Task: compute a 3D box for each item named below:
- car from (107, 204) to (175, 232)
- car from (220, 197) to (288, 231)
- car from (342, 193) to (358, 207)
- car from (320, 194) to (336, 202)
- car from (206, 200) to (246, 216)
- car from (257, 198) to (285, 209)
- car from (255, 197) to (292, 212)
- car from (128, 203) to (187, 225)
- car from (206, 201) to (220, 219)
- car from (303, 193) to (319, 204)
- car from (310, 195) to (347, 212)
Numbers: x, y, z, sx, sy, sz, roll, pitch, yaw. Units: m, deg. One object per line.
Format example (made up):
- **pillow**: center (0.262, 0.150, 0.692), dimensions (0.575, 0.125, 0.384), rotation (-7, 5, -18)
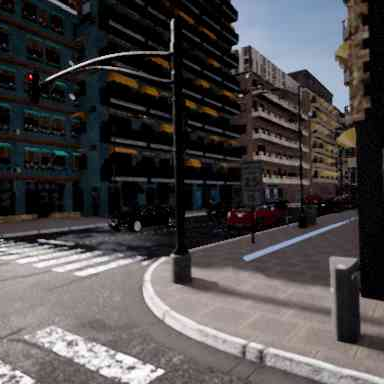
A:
- **car**: center (-2.900, 1.517, 20.206), dimensions (1.837, 1.490, 4.892), rotation (-2, -1, 36)
- **car**: center (3.701, 1.267, 19.244), dimensions (1.967, 1.590, 4.097), rotation (-1, 0, 36)
- **car**: center (20.266, 1.151, 42.214), dimensions (1.887, 1.381, 4.507), rotation (-1, 0, 36)
- **car**: center (26.816, 1.215, 65.466), dimensions (2.008, 1.369, 4.403), rotation (-1, 0, 36)
- **car**: center (3.498, 1.519, 33.396), dimensions (2.008, 1.369, 4.403), rotation (-1, 0, 36)
- **car**: center (10.161, 1.445, 42.559), dimensions (1.947, 1.339, 4.313), rotation (-1, 0, 36)
- **car**: center (9.042, 1.343, 36.611), dimensions (2.128, 1.511, 4.902), rotation (-2, -1, 36)
- **car**: center (-2.516, 1.595, 25.278), dimensions (1.887, 1.381, 4.507), rotation (-1, 0, 36)
- **car**: center (3.036, 1.437, 28.368), dimensions (1.837, 1.490, 4.892), rotation (-2, -1, 36)
- **car**: center (20.148, 1.064, 56.305), dimensions (2.192, 1.841, 5.009), rotation (-1, 0, 36)
- **car**: center (13.605, 1.261, 33.050), dimensions (1.947, 1.339, 4.313), rotation (-1, 0, 36)
